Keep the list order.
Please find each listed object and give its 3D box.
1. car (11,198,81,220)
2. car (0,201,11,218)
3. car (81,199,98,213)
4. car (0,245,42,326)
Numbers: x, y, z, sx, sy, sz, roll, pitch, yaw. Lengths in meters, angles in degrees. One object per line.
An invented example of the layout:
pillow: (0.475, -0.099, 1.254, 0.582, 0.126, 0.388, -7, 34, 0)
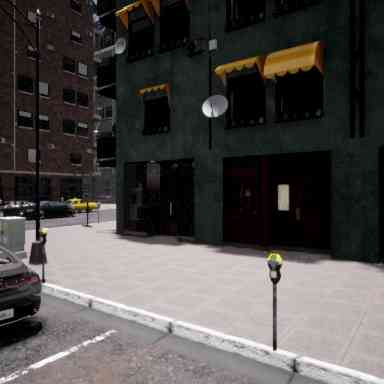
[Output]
car: (-11.179, 1.345, 25.690, 1.994, 1.385, 4.181, 0, 1, 35)
car: (-14.029, 1.350, 26.116, 2.008, 1.369, 4.403, 1, 1, 35)
car: (-10.933, 1.250, 30.537, 1.752, 1.417, 4.829, 1, 1, 35)
car: (-4.496, 1.551, 6.092, 4.403, 1.369, 2.008, 0, 0, 36)
